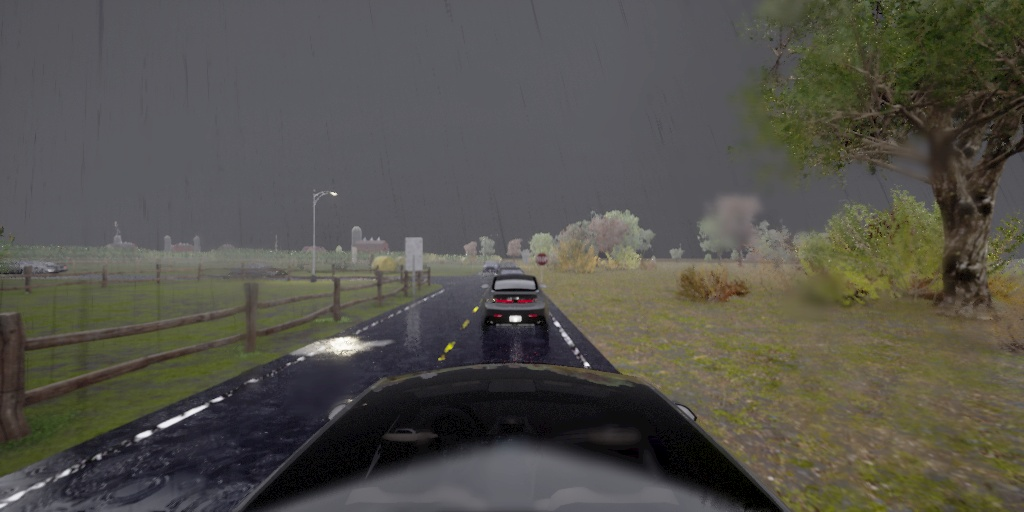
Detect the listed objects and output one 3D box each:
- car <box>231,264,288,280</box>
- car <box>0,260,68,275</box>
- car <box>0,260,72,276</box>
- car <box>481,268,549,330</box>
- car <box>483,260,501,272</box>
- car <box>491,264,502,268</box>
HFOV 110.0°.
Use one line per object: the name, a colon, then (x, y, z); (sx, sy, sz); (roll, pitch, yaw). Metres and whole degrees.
car: (-22.603, 1.371, 32.212); (4.181, 1.385, 1.994); (0, 0, -1)
car: (-43.596, 1.151, 31.973); (4.902, 1.511, 2.128); (0, 0, 0)
car: (-46.632, 1.172, 34.801); (5.357, 1.411, 2.033); (0, 0, 0)
car: (0.078, 1.312, 11.345); (1.837, 1.490, 4.892); (0, 0, 0)
car: (-2.958, 1.416, 50.697); (2.097, 1.767, 4.553); (0, 0, 0)
car: (-0.092, 1.418, 21.996); (2.033, 1.411, 5.357); (0, 0, -3)
